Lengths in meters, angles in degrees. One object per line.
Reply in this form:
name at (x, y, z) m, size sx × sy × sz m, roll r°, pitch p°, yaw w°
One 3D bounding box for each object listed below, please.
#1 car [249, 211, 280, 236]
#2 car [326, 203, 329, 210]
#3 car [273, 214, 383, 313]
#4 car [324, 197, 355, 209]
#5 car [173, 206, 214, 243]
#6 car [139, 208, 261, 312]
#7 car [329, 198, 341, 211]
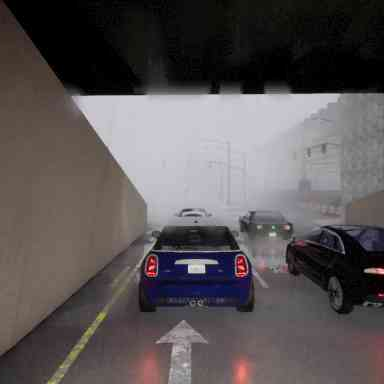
car at (3.585, 1.601, 16.949) m, size 1.895 × 1.301 × 4.718 m, roll 0°, pitch 0°, yaw 0°
car at (17.504, 1.453, 39.339) m, size 2.038 × 1.542 × 4.974 m, roll 0°, pitch 0°, yaw 45°
car at (3.581, 1.492, 7.623) m, size 2.128 × 1.511 × 4.902 m, roll 0°, pitch 0°, yaw 0°
car at (17.540, 1.295, 39.376) m, size 1.853 × 1.218 × 4.536 m, roll 0°, pitch 0°, yaw 45°
car at (0.063, 1.526, 16.940) m, size 1.812 × 1.442 × 4.674 m, roll 0°, pitch 0°, yaw 0°
car at (0.081, 1.352, 7.888) m, size 2.097 × 1.767 × 4.553 m, roll 0°, pitch 0°, yaw 0°
car at (17.403, 1.453, 34.732) m, size 2.038 × 1.542 × 4.974 m, roll 0°, pitch 0°, yaw -35°
